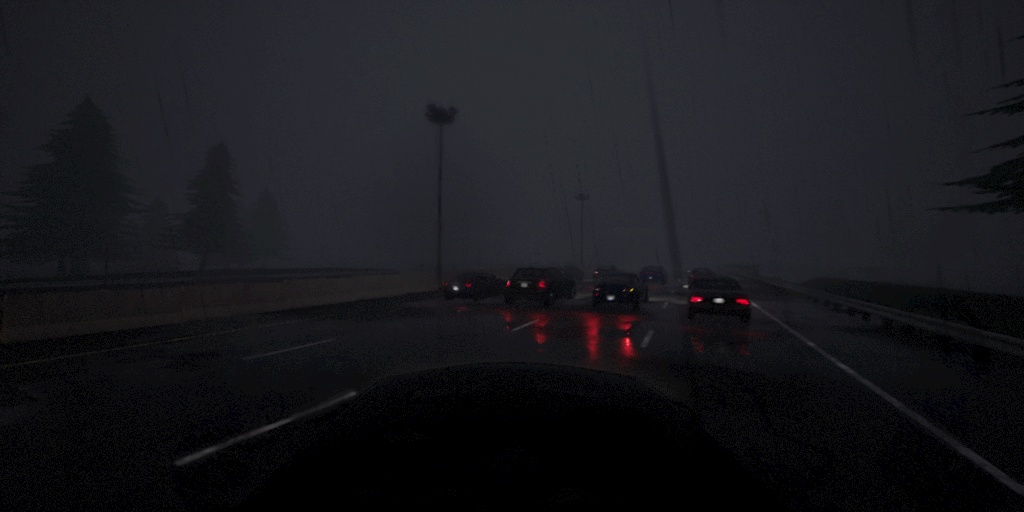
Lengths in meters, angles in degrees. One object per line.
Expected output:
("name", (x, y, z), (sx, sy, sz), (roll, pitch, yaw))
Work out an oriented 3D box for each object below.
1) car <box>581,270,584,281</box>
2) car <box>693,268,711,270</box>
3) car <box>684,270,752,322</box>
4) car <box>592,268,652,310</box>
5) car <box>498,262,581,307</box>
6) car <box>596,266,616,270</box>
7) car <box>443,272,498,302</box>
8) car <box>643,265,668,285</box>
("car", (5.043, 1.583, 31.951), (1.837, 1.490, 4.892), (0, 0, 27))
("car", (14.426, 1.581, 27.232), (1.994, 1.385, 4.181), (0, -1, 27))
("car", (7.339, 1.416, 13.021), (2.033, 1.411, 5.357), (0, -1, 27))
("car", (4.815, 1.425, 15.773), (1.812, 1.442, 4.674), (0, 0, 27))
("car", (1.471, 1.266, 16.919), (2.097, 1.767, 4.553), (0, -1, 27))
("car", (8.170, 1.549, 30.379), (2.128, 1.511, 4.902), (0, -1, 27))
("car", (-1.679, 1.498, 18.451), (1.994, 1.385, 4.181), (0, -1, 27))
("car", (11.646, 1.521, 29.493), (1.882, 1.535, 5.008), (0, 0, 27))
